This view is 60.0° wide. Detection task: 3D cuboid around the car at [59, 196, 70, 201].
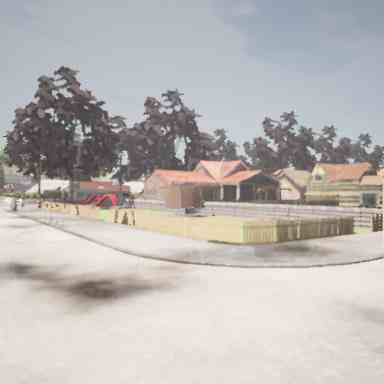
[{"bbox_3d":[-27.703,1.472,71.405,1.994,1.381,4.181,1,0,-36],"label":"car"}]
